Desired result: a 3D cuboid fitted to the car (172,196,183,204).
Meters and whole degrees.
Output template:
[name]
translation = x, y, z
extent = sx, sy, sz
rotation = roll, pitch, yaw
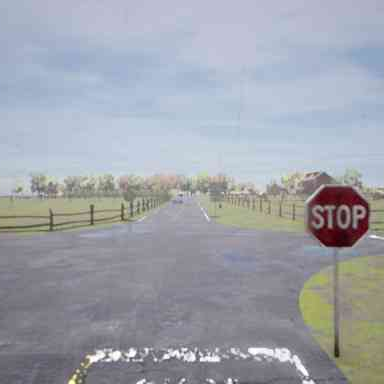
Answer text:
[car]
translation = -2.824, 1.518, 65.392
extent = 1.812, 1.442, 4.674
rotation = 0, 0, 0
